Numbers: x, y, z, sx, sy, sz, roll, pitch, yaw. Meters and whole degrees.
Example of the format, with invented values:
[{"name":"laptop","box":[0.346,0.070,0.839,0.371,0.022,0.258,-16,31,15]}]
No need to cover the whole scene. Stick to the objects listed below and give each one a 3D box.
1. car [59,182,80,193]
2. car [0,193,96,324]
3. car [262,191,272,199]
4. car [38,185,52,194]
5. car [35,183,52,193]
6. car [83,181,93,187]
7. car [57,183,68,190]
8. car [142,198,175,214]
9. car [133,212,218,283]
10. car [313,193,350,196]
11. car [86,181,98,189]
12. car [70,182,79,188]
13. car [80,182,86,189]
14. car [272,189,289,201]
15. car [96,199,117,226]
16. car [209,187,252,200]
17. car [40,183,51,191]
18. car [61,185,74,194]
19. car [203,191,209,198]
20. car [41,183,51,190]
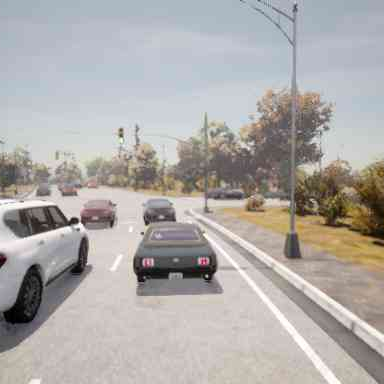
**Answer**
[{"name":"car","box":[-18.128,-0.359,49.169,2.097,1.767,4.553,-1,3,-22]},{"name":"car","box":[-3.854,1.172,7.088,2.150,2.045,5.566,0,1,-4]},{"name":"car","box":[12.257,0.321,48.040,4.181,1.385,1.994,2,2,-19]},{"name":"car","box":[-25.277,-0.514,57.316,1.994,1.385,4.181,-1,3,-23]},{"name":"car","box":[-21.884,-0.202,49.090,1.837,1.490,4.892,-1,3,-22]},{"name":"car","box":[-28.139,-2.200,90.115,2.097,1.767,4.553,-1,2,-23]},{"name":"car","box":[-29.513,-1.343,75.822,2.128,1.511,4.902,-1,3,-24]},{"name":"car","box":[-2.078,1.106,20.429,1.812,1.442,4.674,0,2,-10]},{"name":"car","box":[-0.528,1.505,9.467,1.895,1.301,4.718,0,1,-5]},{"name":"car","box":[17.806,0.755,42.447,4.718,1.301,1.895,2,2,-20]},{"name":"car","box":[-24.138,-1.738,80.979,2.097,1.767,4.553,-1,2,-24]},{"name":"car","box":[-31.361,-1.993,88.757,1.837,1.490,4.892,-1,2,-23]},{"name":"car","box":[-27.188,-1.540,79.227,1.882,1.535,5.008,-1,2,-24]},{"name":"car","box":[14.010,0.468,44.973,5.357,1.411,2.033,2,2,-20]},{"name":"car","box":[-5.518,1.132,19.869,1.812,1.442,4.674,0,2,-10]},{"name":"car","box":[4.956,0.359,41.614,4.718,1.301,1.895,0,2,-20]},{"name":"car","box":[-29.189,-0.992,66.383,1.882,1.535,5.008,-1,3,-24]},{"name":"car","box":[-21.553,-0.485,57.486,1.895,1.301,4.718,-1,3,-23]},{"name":"car","box":[3.899,0.116,44.947,4.892,1.490,1.837,0,2,-20]},{"name":"car","box":[-33.178,-1.297,75.464,1.994,1.385,4.181,-1,3,-24]}]
